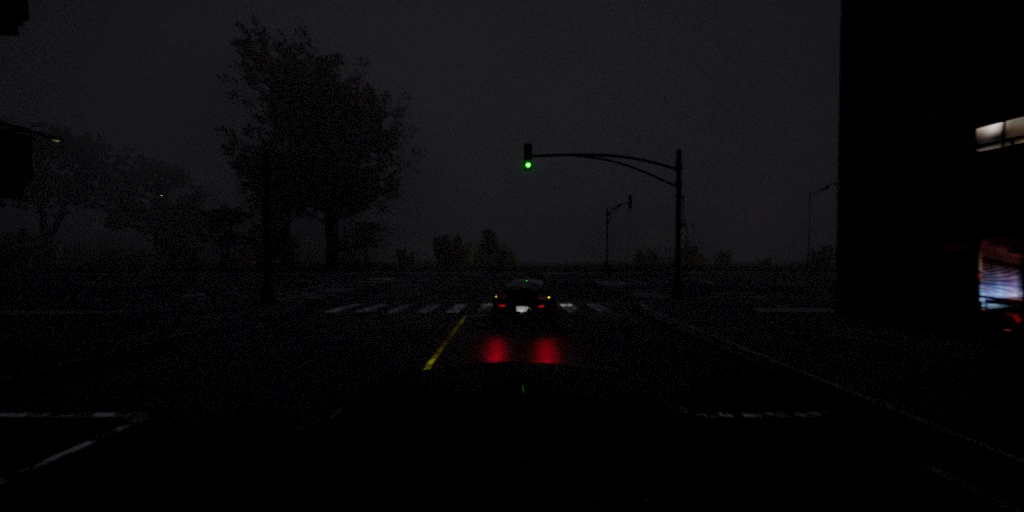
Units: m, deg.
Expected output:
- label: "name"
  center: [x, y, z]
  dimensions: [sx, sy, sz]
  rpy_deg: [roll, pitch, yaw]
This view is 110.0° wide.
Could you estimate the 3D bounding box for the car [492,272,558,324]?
- label: "car"
  center: [0.505, 1.235, 11.709]
  dimensions: [1.812, 1.442, 4.674]
  rpy_deg: [0, 0, 6]
